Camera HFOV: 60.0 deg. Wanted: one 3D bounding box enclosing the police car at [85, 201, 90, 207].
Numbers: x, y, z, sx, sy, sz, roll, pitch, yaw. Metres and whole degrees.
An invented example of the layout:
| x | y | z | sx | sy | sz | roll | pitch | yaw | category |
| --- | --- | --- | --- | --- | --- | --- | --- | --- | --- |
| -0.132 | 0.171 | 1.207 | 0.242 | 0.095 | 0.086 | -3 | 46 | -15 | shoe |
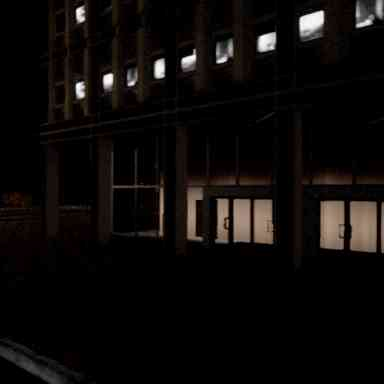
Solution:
| x | y | z | sx | sy | sz | roll | pitch | yaw | category |
| --- | --- | --- | --- | --- | --- | --- | --- | --- | --- |
| -16.029 | 1.770 | 57.671 | 1.930 | 1.638 | 5.238 | 0 | 0 | 38 | police car |
